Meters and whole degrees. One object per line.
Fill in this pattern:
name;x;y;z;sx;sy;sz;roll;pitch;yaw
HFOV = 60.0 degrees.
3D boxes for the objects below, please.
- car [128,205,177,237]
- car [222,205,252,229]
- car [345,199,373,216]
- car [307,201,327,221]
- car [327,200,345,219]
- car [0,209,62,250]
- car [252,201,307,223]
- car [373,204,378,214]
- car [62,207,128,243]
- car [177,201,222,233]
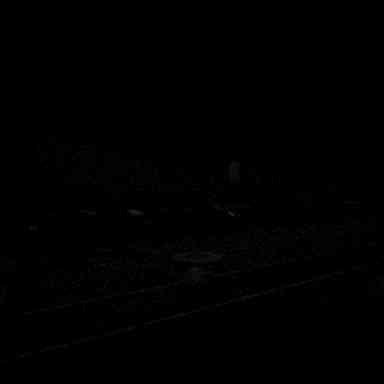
car;-3.442;1.533;17.997;4.674;1.452;2.002;-1;-1;33
car;1.193;1.366;21.638;4.553;1.767;2.185;-1;-1;32
car;14.806;1.522;33.010;5.008;1.535;2.097;0;-1;29
car;8.089;1.500;27.213;4.892;1.521;2.231;-1;0;30
car;10.347;1.506;29.125;4.892;1.521;2.231;-1;0;30
car;-8.202;1.528;14.469;4.792;1.488;2.163;-1;-1;34
car;5.816;1.496;25.323;4.892;1.521;2.231;-1;0;31
car;17.033;1.535;34.963;5.008;1.535;2.097;0;-1;29
car;-5.796;1.495;16.205;4.892;1.521;2.231;-1;0;34
car;-1.100;1.491;19.790;5.008;1.535;2.097;-1;0;33
